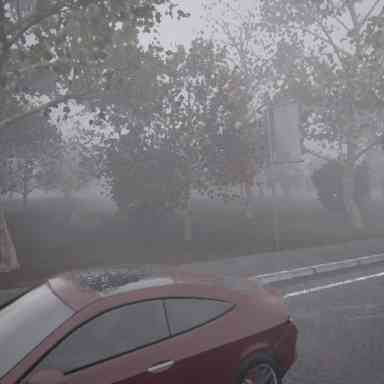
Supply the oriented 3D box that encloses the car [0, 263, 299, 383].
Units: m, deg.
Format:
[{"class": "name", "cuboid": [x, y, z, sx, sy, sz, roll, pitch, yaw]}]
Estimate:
[{"class": "car", "cuboid": [-0.950, 1.520, 3.135, 4.674, 1.442, 1.812, 0, 0, -34]}]
